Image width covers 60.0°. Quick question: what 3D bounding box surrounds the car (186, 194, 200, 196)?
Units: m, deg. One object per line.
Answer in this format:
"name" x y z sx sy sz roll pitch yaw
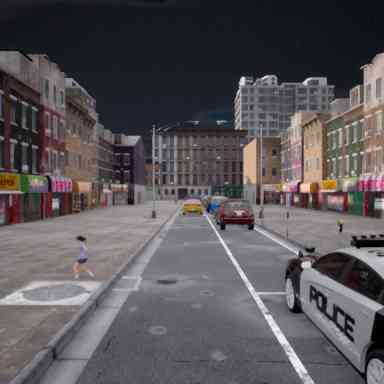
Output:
"car" 0.094 1.227 44.569 2.150 2.045 5.566 0 0 -2

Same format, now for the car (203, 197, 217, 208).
"car" 2.615 1.531 48.452 1.752 1.417 4.829 0 0 0

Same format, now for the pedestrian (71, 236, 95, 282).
"pedestrian" -2.525 1.521 7.726 0.500 1.100 0.500 0 0 0

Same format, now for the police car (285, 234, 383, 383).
"police car" 2.748 1.425 4.721 1.930 1.638 5.238 0 0 0

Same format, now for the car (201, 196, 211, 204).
"car" 2.608 1.533 64.878 1.752 1.417 4.829 0 0 0

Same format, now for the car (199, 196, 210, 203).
"car" 2.606 1.559 70.184 2.008 1.369 4.403 0 0 0

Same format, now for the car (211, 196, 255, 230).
"car" 2.626 1.317 20.904 2.192 1.841 5.009 0 0 0

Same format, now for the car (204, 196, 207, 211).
"car" 2.619 1.319 37.330 2.192 1.841 5.009 0 0 0

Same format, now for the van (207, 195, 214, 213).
"van" 2.621 1.345 31.855 1.690 1.788 3.998 0 0 0

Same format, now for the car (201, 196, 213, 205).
"car" 2.610 1.447 59.233 1.967 1.590 4.097 0 0 0

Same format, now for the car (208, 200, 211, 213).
"car" 2.624 1.553 26.380 2.008 1.369 4.403 0 0 0

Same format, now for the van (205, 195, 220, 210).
"van" 2.617 1.346 42.806 1.690 1.788 3.998 0 0 0

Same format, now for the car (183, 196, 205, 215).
"car" 0.080 1.481 34.248 1.882 1.535 5.008 0 0 0
